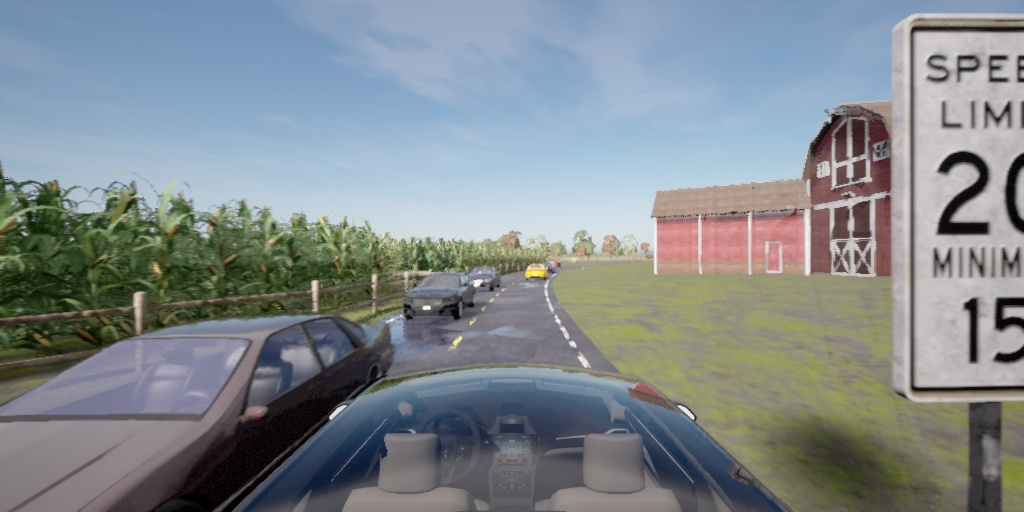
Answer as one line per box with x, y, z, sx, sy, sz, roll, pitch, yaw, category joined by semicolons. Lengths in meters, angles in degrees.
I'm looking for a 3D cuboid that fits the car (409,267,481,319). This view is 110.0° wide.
-2.567;1.369;13.688;1.882;1.535;5.008;0;-1;2;car

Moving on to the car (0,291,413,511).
-2.729;1.336;3.498;2.033;1.411;5.357;0;-1;-1;car

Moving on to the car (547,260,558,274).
4.745;1.667;47.860;1.812;1.442;4.674;0;0;12;car

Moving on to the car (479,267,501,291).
-1.873;1.477;24.044;2.128;1.511;4.902;0;-1;5;car

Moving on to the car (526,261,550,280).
2.521;1.539;35.835;1.882;1.535;5.008;0;0;9;car
